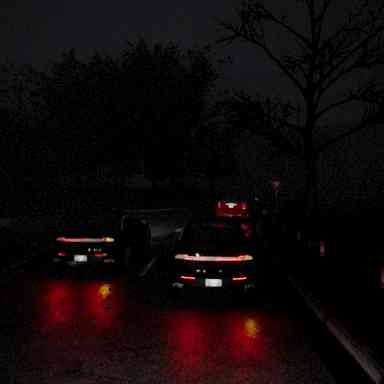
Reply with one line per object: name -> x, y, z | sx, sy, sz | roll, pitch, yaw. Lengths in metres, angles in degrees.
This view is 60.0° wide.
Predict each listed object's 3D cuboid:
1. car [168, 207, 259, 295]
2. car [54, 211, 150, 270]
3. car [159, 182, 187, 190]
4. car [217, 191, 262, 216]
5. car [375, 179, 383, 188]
car -> 0.534, 1.397, 8.506 | 2.128, 1.511, 4.902 | 0, 1, 3
car -> -2.587, 1.344, 10.584 | 2.128, 1.511, 4.902 | 0, 2, 3
car -> -3.281, -1.102, 57.078 | 5.008, 1.535, 1.882 | 2, 3, 31
car -> 3.200, 0.777, 21.904 | 2.097, 1.767, 4.553 | 1, 3, 24
car -> 34.921, -1.555, 59.542 | 2.185, 1.767, 4.553 | -1, 4, -15
